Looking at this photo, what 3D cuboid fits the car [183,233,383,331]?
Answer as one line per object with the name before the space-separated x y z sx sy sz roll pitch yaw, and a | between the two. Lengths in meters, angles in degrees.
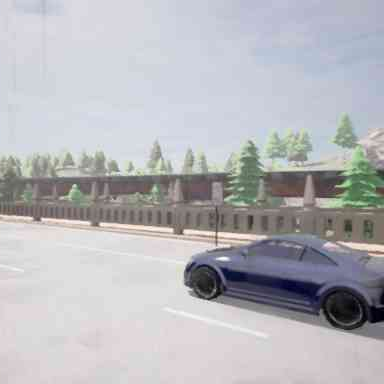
car | 1.859 1.562 6.953 4.181 1.385 1.994 0 0 36
